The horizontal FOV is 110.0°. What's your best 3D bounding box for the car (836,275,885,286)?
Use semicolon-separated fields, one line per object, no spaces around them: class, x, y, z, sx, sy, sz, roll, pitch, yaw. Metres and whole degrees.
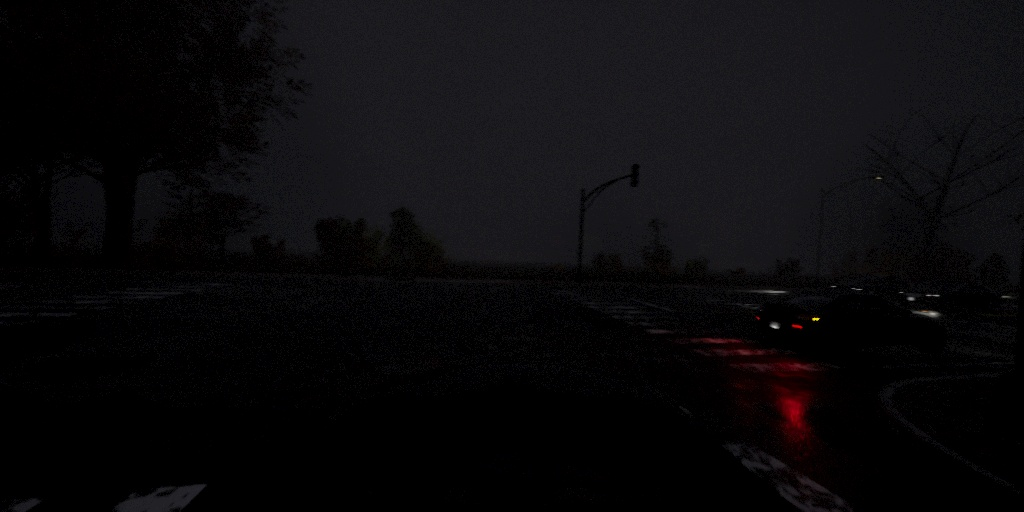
car;22.185;1.938;21.976;4.892;1.490;1.837;2;1;-10

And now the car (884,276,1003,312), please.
car;22.865;2.018;18.797;4.902;1.511;2.128;2;1;-10

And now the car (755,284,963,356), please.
car;8.760;1.627;9.393;4.674;1.442;1.812;2;1;-13
